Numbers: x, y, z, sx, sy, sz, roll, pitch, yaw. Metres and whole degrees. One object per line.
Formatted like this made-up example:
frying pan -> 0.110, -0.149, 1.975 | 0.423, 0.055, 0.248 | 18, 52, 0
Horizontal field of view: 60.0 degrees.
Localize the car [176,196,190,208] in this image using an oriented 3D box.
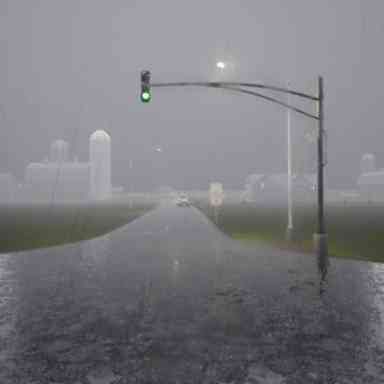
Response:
car -> -1.334, 1.826, 54.978 | 1.812, 1.442, 4.674 | 0, 0, -3
